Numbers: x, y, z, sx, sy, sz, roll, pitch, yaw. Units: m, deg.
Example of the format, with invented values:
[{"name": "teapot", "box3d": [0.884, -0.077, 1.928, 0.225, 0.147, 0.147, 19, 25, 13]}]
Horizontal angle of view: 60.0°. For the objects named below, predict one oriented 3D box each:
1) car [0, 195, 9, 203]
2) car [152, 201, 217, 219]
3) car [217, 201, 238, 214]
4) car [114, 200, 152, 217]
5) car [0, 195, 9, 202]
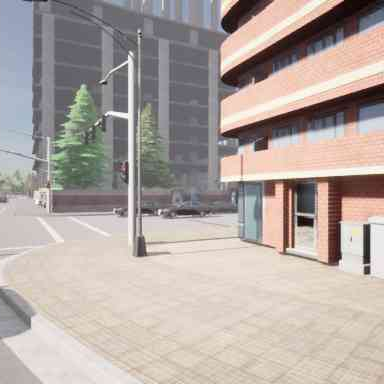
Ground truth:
[{"name": "car", "box3d": [-37.931, 1.595, 66.052, 1.895, 1.301, 4.718, 0, 0, -27]}, {"name": "car", "box3d": [-0.641, 1.547, 29.819, 4.902, 1.511, 2.128, 0, 0, -27]}, {"name": "car", "box3d": [3.022, 1.619, 35.572, 4.181, 1.385, 1.994, 0, 0, -27]}, {"name": "car", "box3d": [-4.945, 1.547, 31.578, 4.902, 1.511, 2.128, 0, 0, -27]}, {"name": "car", "box3d": [-42.448, 1.500, 74.912, 1.837, 1.490, 4.892, 0, 0, -27]}]
